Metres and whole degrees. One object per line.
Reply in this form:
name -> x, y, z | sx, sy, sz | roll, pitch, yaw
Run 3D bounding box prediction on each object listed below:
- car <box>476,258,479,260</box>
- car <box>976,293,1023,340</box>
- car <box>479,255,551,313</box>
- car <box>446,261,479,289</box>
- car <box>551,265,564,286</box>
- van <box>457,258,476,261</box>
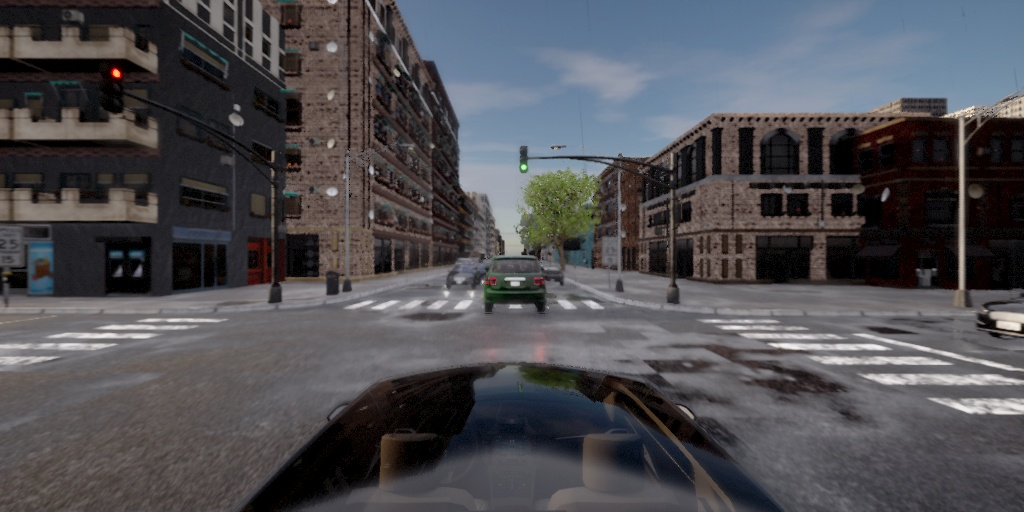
car -> -3.063, 1.193, 43.676 | 2.097, 1.767, 4.553 | 0, 0, 0
car -> 13.625, 1.313, 8.078 | 4.902, 1.511, 2.128 | 0, 0, 0
car -> 0.103, 0.992, 14.205 | 2.150, 2.045, 5.566 | 0, 0, 0
car -> -3.085, 1.283, 23.536 | 2.128, 1.511, 4.902 | 0, 0, 0
car -> 2.694, 1.347, 25.779 | 2.007, 1.370, 4.403 | 0, 0, 0
van -> -5.686, 1.180, 42.872 | 1.690, 1.789, 3.998 | 0, 0, 0
